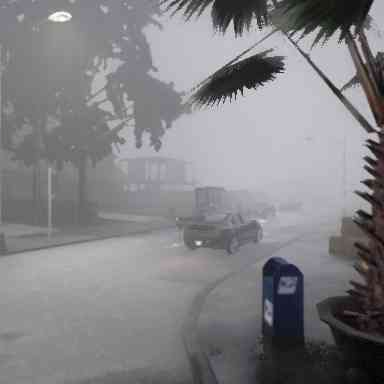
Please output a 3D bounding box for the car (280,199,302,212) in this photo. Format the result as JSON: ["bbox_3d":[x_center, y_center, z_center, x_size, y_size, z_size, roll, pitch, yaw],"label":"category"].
[{"bbox_3d":[12.102,1.615,40.740,1.882,1.535,5.008,0,1,30],"label":"car"}]

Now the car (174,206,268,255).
[{"bbox_3d":[1.427,1.545,13.785,1.837,1.490,4.892,0,0,30],"label":"car"}]

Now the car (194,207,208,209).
[{"bbox_3d":[0.800,1.655,20.970,1.895,1.301,4.718,0,0,30],"label":"car"}]

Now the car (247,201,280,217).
[{"bbox_3d":[6.339,1.600,30.680,1.837,1.490,4.892,0,0,30],"label":"car"}]
